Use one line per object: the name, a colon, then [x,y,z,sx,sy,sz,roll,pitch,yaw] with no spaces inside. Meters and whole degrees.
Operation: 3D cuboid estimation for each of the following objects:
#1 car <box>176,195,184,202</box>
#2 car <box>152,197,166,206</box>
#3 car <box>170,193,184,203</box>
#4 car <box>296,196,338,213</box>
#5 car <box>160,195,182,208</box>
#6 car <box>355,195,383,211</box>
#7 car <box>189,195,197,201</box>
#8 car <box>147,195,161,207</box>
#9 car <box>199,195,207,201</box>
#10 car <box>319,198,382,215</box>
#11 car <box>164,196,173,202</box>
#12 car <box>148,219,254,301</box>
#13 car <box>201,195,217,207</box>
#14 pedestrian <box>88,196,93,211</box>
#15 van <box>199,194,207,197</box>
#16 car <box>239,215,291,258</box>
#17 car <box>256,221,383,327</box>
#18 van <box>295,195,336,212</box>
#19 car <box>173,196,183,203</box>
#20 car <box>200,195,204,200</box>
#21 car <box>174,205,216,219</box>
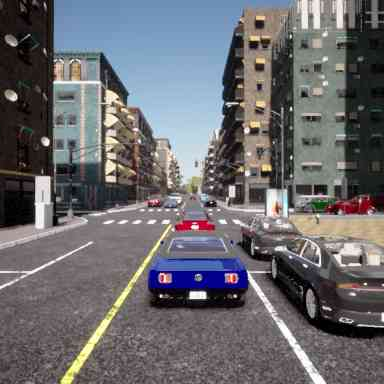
car: [-2.817,1.532,79.024,1.837,1.490,4.892,0,0,0]
car: [-5.549,1.566,56.319,1.887,1.381,4.507,1,0,0]
car: [-2.942,1.244,58.673,2.150,2.045,5.566,0,0,1]
car: [13.415,1.272,34.904,4.553,1.767,2.097,0,-1,1]
car: [-2.990,1.565,48.672,2.033,1.411,5.357,0,0,1]
car: [19.377,1.228,37.431,5.009,1.841,2.192,0,0,1]
car: [0.208,1.561,90.120,1.812,1.442,4.674,0,0,0]
car: [-5.558,1.334,50.748,2.192,1.841,5.009,1,0,0]
car: [2.909,1.581,89.686,1.887,1.381,4.507,1,0,0]
car: [13.770,1.413,29.101,4.206,1.307,1.802,0,0,1]
car: [-5.497,1.597,78.603,1.947,1.339,4.313,1,0,0]
car: [0.119,1.603,8.311,1.895,1.301,4.718,0,0,0]
car: [2.818,1.585,50.688,1.947,1.339,4.313,1,0,0]
pedestrian: [-12.435,1.347,40.688,0.375,1.860,0.375,0,0,1]
van: [2.885,1.373,78.545,1.690,1.788,3.998,1,0,0]
car: [2.859,1.555,12.495,2.008,1.369,4.403,1,0,0]
car: [2.846,1.553,6.925,2.008,1.369,4.403,1,0,0]
van: [13.850,1.296,37.483,3.998,1.788,1.690,0,0,1]
car: [-2.850,1.591,68.615,1.994,1.385,4.181,0,0,0]
car: [2.831,1.603,56.259,1.802,1.307,4.206,1,0,0]
car: [0.135,1.569,17.174,1.994,1.385,4.181,0,0,0]
